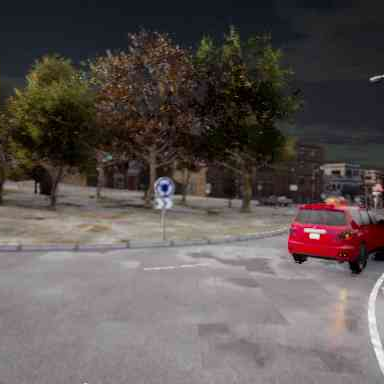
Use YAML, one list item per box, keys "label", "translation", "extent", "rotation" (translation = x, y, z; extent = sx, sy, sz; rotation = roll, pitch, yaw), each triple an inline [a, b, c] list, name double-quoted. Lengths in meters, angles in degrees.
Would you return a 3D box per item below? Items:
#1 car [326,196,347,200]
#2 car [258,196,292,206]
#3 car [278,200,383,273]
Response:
- label: "car"
  translation: [20.510, 1.334, 46.894]
  extent: [2.097, 1.767, 4.553]
  rotation: [4, 1, 42]
- label: "car"
  translation: [11.810, 1.230, 47.221]
  extent: [2.033, 1.411, 5.357]
  rotation: [0, 1, -31]
- label: "car"
  translation: [5.492, 1.478, 12.099]
  extent: [2.150, 2.045, 5.566]
  rotation: [1, 0, 41]
